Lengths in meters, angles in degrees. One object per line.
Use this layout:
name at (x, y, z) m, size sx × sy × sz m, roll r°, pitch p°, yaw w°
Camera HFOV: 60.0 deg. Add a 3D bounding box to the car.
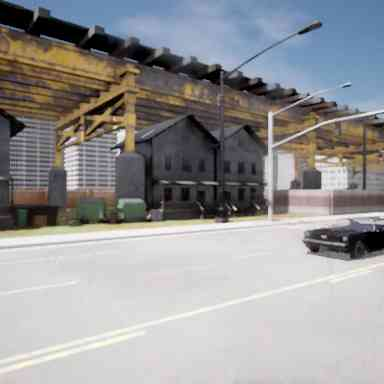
car at (6.353, 1.630, 12.735) m, size 4.718 × 1.301 × 1.895 m, roll 0°, pitch 0°, yaw -35°
